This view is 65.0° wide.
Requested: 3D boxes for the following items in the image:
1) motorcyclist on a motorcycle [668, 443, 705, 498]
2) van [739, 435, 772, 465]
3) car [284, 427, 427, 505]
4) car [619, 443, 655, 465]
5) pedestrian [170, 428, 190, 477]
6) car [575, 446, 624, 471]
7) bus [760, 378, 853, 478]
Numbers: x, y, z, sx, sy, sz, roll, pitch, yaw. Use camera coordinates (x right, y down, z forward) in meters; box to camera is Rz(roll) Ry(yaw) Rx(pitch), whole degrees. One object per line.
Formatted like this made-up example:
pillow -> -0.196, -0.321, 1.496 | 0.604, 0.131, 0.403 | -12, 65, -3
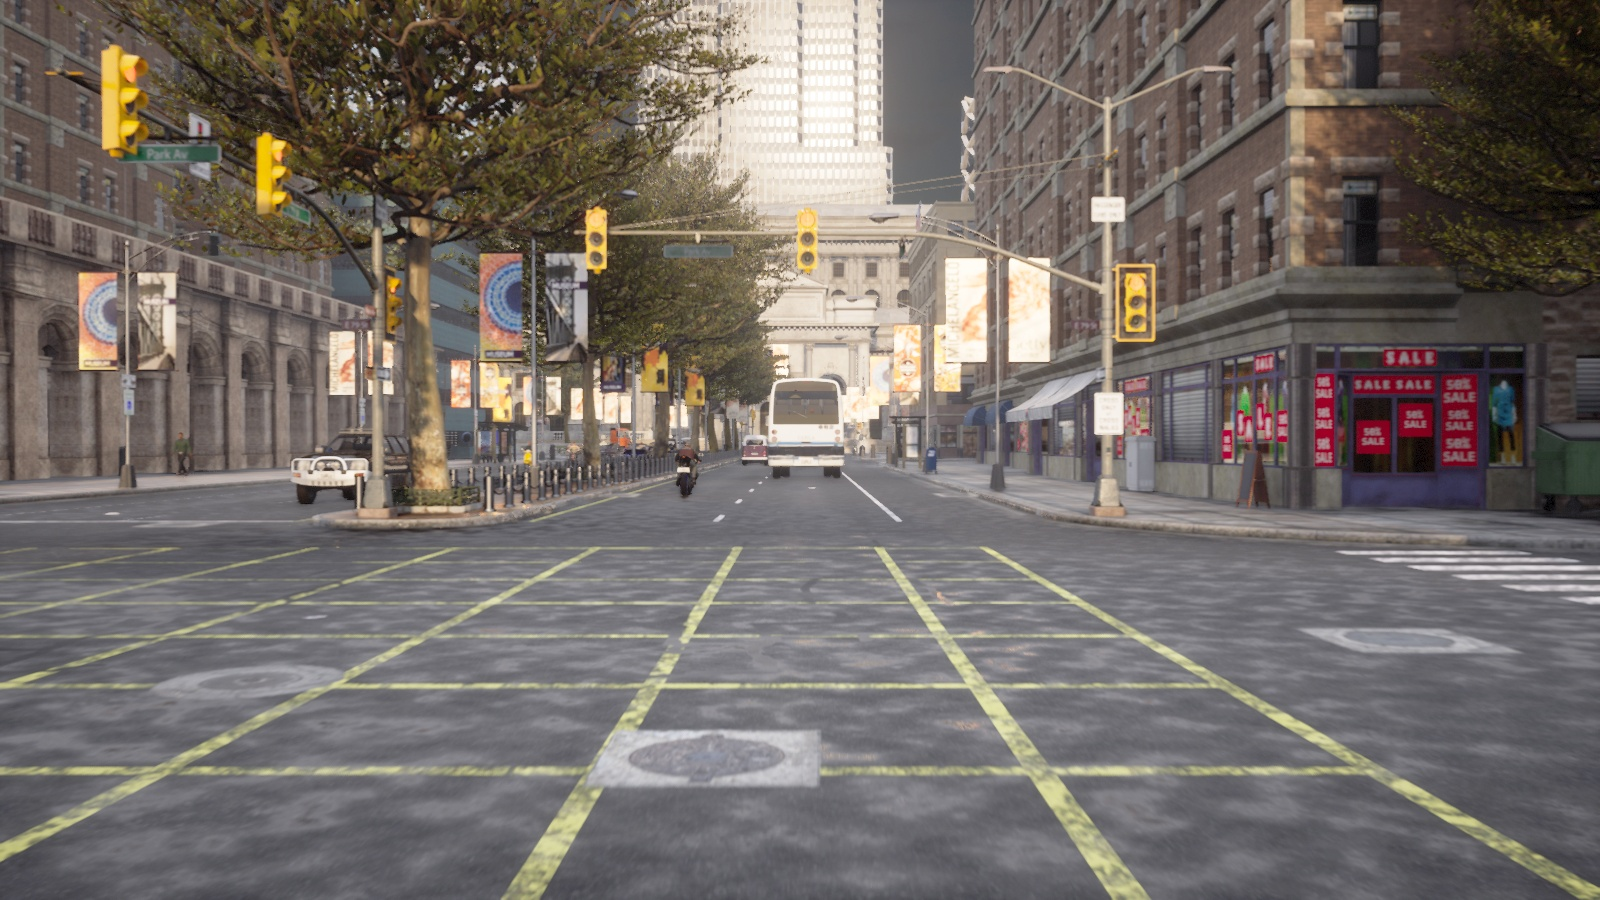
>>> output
motorcyclist on a motorcycle -> -3.287, 0.574, 36.638 | 0.866, 1.530, 2.191 | 0, 0, 0
van -> -3.019, -0.017, 86.419 | 2.069, 2.038, 4.480 | 0, 0, 0
car -> -11.251, 0.374, 32.167 | 1.932, 1.855, 4.605 | 0, 0, 1
car -> -11.025, 0.274, 85.153 | 1.816, 1.474, 4.193 | 0, 0, 0
pedestrian -> -24.774, 0.102, 50.178 | 0.423, 1.949, 0.788 | 0, 0, 0
car -> -11.108, 0.447, 69.857 | 1.895, 1.301, 4.718 | 0, 0, 0
bus -> 0.327, -0.957, 58.381 | 3.944, 4.253, 10.273 | 0, 0, 1
